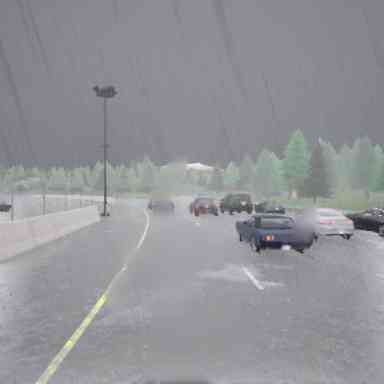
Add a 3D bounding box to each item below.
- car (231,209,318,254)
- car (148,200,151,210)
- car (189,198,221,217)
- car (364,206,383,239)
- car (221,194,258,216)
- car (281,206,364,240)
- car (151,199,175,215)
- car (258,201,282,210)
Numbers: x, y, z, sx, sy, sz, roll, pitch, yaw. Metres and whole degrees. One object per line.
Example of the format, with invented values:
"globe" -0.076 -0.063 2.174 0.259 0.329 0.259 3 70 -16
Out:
"car" 3.090 1.601 13.600 1.895 1.301 4.718 0 0 -4
"car" -4.739 1.601 43.880 1.895 1.301 4.718 0 0 -13
"car" 1.012 1.352 32.058 2.097 1.767 4.553 0 0 -9
"car" 9.821 1.491 17.190 2.128 1.511 4.902 0 0 -4
"car" 4.370 1.220 33.435 2.150 2.045 5.566 0 0 -9
"car" 6.346 1.526 16.846 1.812 1.442 4.674 0 0 -4
"car" -2.950 1.478 34.649 1.882 1.535 5.008 0 0 -10
"car" 7.811 1.563 33.852 1.994 1.385 4.181 0 0 -9
